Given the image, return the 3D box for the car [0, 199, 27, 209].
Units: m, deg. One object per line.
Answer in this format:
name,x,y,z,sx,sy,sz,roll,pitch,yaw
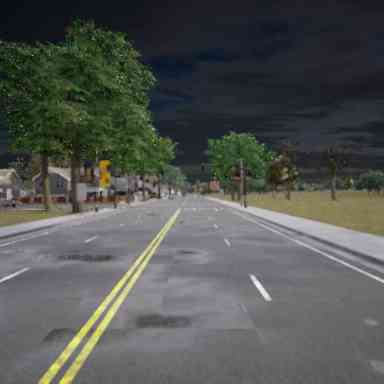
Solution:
car,-28.949,1.926,52.982,4.902,1.511,2.128,-1,1,0
